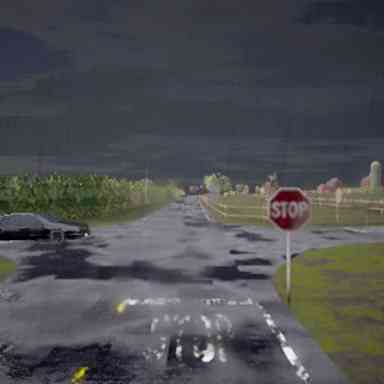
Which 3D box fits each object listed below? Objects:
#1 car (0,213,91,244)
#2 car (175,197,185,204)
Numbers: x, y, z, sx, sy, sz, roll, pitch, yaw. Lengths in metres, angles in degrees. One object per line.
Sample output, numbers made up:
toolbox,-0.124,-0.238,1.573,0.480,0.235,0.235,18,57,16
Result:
car,-7.707,1.698,15.865,5.357,1.411,2.033,-1,-1,0
car,-2.404,1.799,67.662,2.033,1.411,5.357,0,0,0
